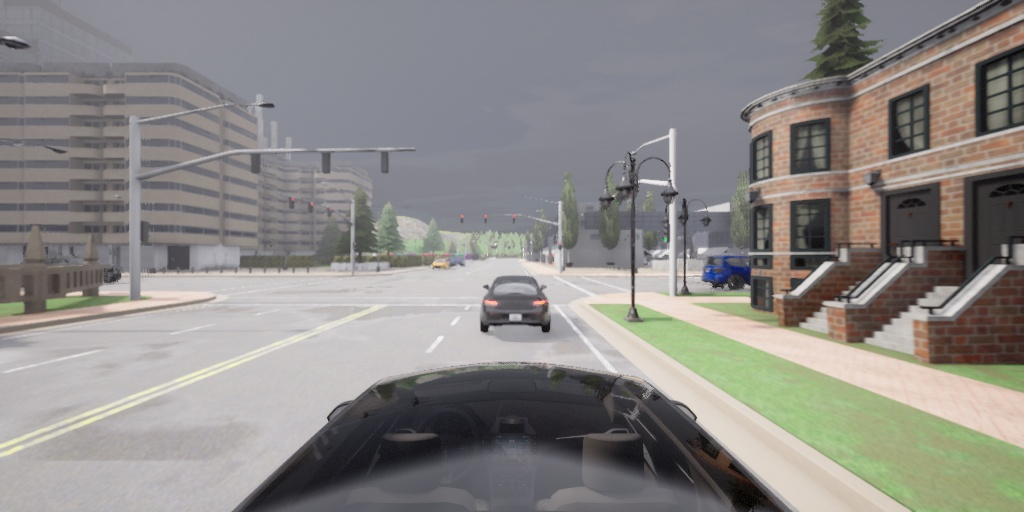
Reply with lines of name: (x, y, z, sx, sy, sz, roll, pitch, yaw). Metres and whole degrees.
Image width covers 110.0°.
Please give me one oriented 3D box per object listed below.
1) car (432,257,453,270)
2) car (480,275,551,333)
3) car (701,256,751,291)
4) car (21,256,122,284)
car: (-10.543, 1.298, 53.350, 1.882, 1.535, 5.008, 0, 0, 0)
car: (0.091, 1.288, 10.695, 1.812, 1.442, 4.674, 0, 0, 0)
car: (14.393, 0.998, 21.435, 5.566, 2.045, 2.150, 0, 0, 2)
car: (-30.975, 1.003, 25.172, 5.566, 2.045, 2.150, 0, 0, 0)
